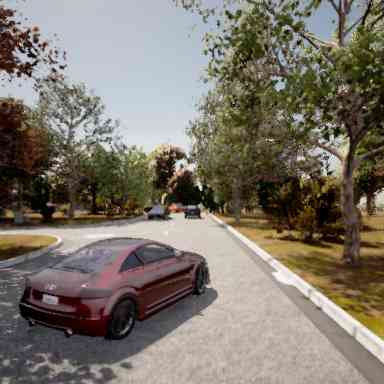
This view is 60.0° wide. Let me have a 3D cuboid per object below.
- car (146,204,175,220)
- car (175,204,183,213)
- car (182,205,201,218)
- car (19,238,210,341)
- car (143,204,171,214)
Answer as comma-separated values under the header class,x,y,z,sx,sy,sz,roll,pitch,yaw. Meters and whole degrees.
class,x,y,z,sx,sy,sz,roll,pitch,yaw
car,-3.497,2.302,36.338,2.033,1.411,5.357,0,-2,5
car,-2.894,2.846,58.732,2.097,1.767,4.553,1,-3,-29
car,0.078,2.377,40.997,1.882,1.535,5.008,0,-2,0
car,-1.233,1.642,6.868,1.994,1.385,4.181,0,-1,28
car,-6.103,2.918,57.332,2.128,1.511,4.902,3,-4,-45
